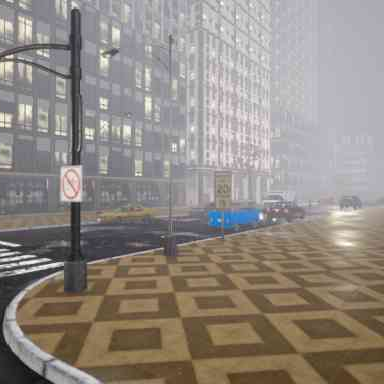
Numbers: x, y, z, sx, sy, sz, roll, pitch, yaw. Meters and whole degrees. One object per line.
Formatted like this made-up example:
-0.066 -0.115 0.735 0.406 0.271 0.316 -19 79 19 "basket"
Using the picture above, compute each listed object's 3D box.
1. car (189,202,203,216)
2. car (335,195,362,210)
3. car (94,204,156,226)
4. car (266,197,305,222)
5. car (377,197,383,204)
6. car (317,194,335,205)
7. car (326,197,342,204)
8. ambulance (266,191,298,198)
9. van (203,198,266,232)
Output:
1.412 1.604 31.672 1.802 1.307 4.206 0 0 38 "car"
21.250 1.369 44.471 2.192 1.841 5.009 0 0 38 "car"
-4.708 1.540 23.958 1.752 1.417 4.829 0 0 38 "car"
7.649 1.472 26.855 1.967 1.590 4.097 0 0 38 "car"
38.250 1.659 66.489 1.947 1.339 4.313 0 0 38 "car"
25.214 1.381 62.499 2.192 1.841 5.009 0 0 38 "car"
28.614 1.625 66.902 2.008 1.369 4.403 0 0 38 "car"
10.284 1.063 38.963 2.351 2.431 6.366 0 0 38 "ambulance"
2.677 1.368 20.234 1.690 1.788 3.998 0 0 38 "van"
